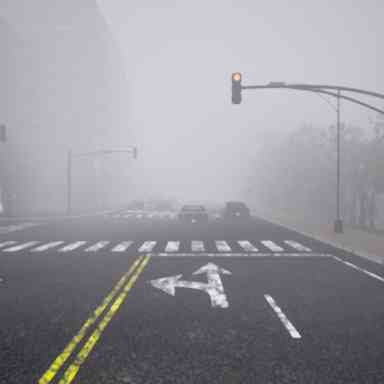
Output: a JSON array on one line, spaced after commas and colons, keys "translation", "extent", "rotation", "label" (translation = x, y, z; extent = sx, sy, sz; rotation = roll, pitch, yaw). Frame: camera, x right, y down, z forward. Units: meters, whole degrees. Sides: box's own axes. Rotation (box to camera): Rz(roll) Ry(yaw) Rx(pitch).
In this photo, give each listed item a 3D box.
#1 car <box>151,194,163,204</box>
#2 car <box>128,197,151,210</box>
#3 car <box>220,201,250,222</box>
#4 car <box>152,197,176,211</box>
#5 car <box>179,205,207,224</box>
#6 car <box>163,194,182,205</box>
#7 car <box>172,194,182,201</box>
[{"translation": [-6.578, 1.519, 56.043], "extent": [1.994, 1.385, 4.181], "rotation": [0, 0, 0], "label": "car"}, {"translation": [-6.595, 1.526, 40.910], "extent": [1.994, 1.385, 4.181], "rotation": [0, 0, 0], "label": "car"}, {"translation": [3.344, 1.452, 26.543], "extent": [1.882, 1.535, 5.008], "rotation": [0, 0, 0], "label": "car"}, {"translation": [-3.346, 1.563, 40.875], "extent": [1.895, 1.301, 4.718], "rotation": [0, 0, 0], "label": "car"}, {"translation": [0.088, 1.597, 24.344], "extent": [1.895, 1.301, 4.718], "rotation": [0, 0, 0], "label": "car"}, {"translation": [-3.326, 1.446, 57.185], "extent": [2.128, 1.511, 4.902], "rotation": [0, 0, 0], "label": "car"}, {"translation": [-3.245, 1.281, 72.660], "extent": [1.812, 1.442, 4.674], "rotation": [0, 0, 0], "label": "car"}]
